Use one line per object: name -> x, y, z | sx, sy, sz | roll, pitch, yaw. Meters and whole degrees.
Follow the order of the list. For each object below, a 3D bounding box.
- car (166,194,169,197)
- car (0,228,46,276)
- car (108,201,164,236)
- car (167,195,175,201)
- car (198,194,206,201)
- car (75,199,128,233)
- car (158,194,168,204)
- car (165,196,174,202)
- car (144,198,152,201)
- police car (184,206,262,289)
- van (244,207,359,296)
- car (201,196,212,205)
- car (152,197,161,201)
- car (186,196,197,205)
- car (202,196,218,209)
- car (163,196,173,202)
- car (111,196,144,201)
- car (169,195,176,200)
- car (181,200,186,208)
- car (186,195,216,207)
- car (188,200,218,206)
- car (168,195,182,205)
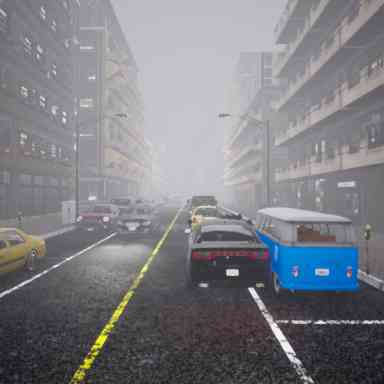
car -> -5.352, 1.319, 63.878 | 2.192, 1.841, 5.009 | 1, 0, 0
car -> -5.311, 1.527, 8.218 | 1.752, 1.417, 4.829 | 1, 0, 0
car -> -2.863, 1.494, 18.418 | 2.128, 1.511, 4.902 | 0, 0, 0
car -> -5.373, 1.584, 86.074 | 1.802, 1.307, 4.206 | 1, 0, 0
car -> 2.509, 1.442, 86.101 | 1.967, 1.590, 4.097 | 1, 0, 0
car -> -5.319, 1.443, 19.486 | 1.967, 1.590, 4.097 | 1, 0, 0
car -> -5.346, 1.530, 52.610 | 1.752, 1.417, 4.829 | 1, 0, 0
car -> -5.368, 1.568, 80.525 | 1.947, 1.339, 4.313 | 1, 0, 0
car -> -5.326, 1.319, 30.584 | 2.192, 1.841, 5.009 | 1, 0, 0
police car -> 0.819, 1.427, 9.323 | 1.930, 1.638, 5.238 | 0, 0, 0
van -> 2.571, 1.342, 8.414 | 1.690, 1.788, 3.998 | 1, 0, 0
car -> 2.530, 1.530, 58.526 | 1.752, 1.417, 4.829 | 1, 0, 0
car -> -5.338, 1.586, 41.682 | 1.802, 1.307, 4.206 | 1, 0, 0
car -> -0.046, 1.482, 59.319 | 1.882, 1.535, 5.008 | 0, 0, 0
car -> 2.539, 1.445, 47.258 | 1.967, 1.590, 4.097 | 1, 0, 0
car -> -5.364, 1.554, 74.976 | 2.008, 1.369, 4.403 | 1, 0, 0
car -> -5.322, 1.318, 25.035 | 2.192, 1.841, 5.009 | 1, 0, 0
car -> -5.377, 1.583, 91.623 | 1.802, 1.307, 4.206 | 1, 0, 0
car -> -0.021, 1.552, 45.789 | 2.033, 1.411, 5.357 | 0, 0, 0
car -> 0.806, 1.228, 25.245 | 2.150, 2.045, 5.566 | 0, 0, 0
car -> 0.811, 1.458, 19.404 | 1.801, 1.575, 5.366 | 0, 0, 0
car -> -2.796, 1.530, 59.761 | 1.812, 1.442, 4.674 | 0, 0, 0
